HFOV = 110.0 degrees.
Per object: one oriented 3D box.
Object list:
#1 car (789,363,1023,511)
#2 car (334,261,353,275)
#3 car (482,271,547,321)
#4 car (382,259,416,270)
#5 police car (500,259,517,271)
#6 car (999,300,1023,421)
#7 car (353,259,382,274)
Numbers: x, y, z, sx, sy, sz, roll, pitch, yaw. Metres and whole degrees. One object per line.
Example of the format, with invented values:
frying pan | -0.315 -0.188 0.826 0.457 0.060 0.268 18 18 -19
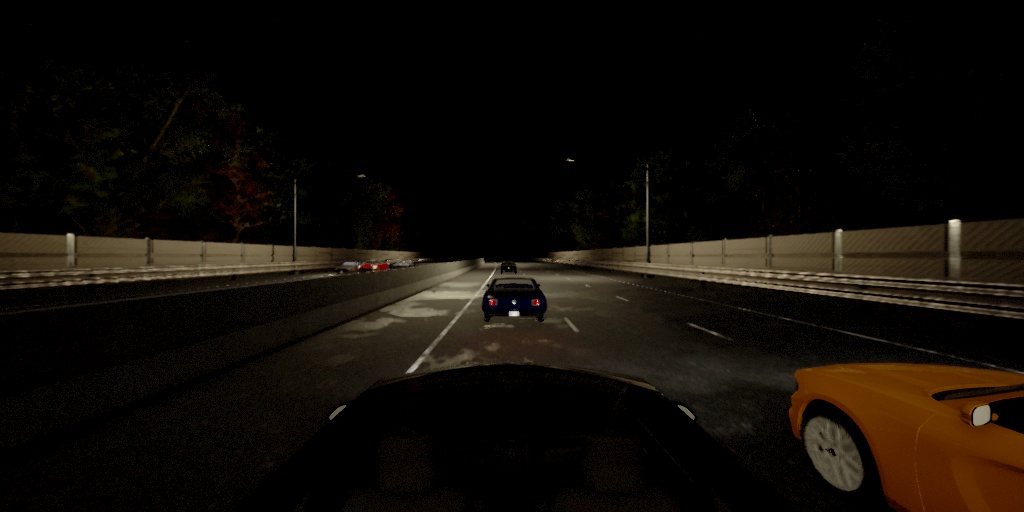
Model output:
car | 3.593 1.227 1.387 1.882 1.535 5.008 0 0 0
car | -18.048 1.310 40.502 2.033 1.411 5.357 0 0 -1
car | 0.054 1.355 12.420 1.895 1.301 4.718 0 0 0
car | -10.959 1.254 36.125 2.128 1.511 4.902 0 0 -1
police car | -0.444 1.191 44.181 1.930 1.638 5.238 0 0 -1
car | 7.092 1.274 2.220 1.812 1.442 4.674 0 0 0
car | -14.490 1.114 37.701 2.097 1.767 4.553 0 0 -1
